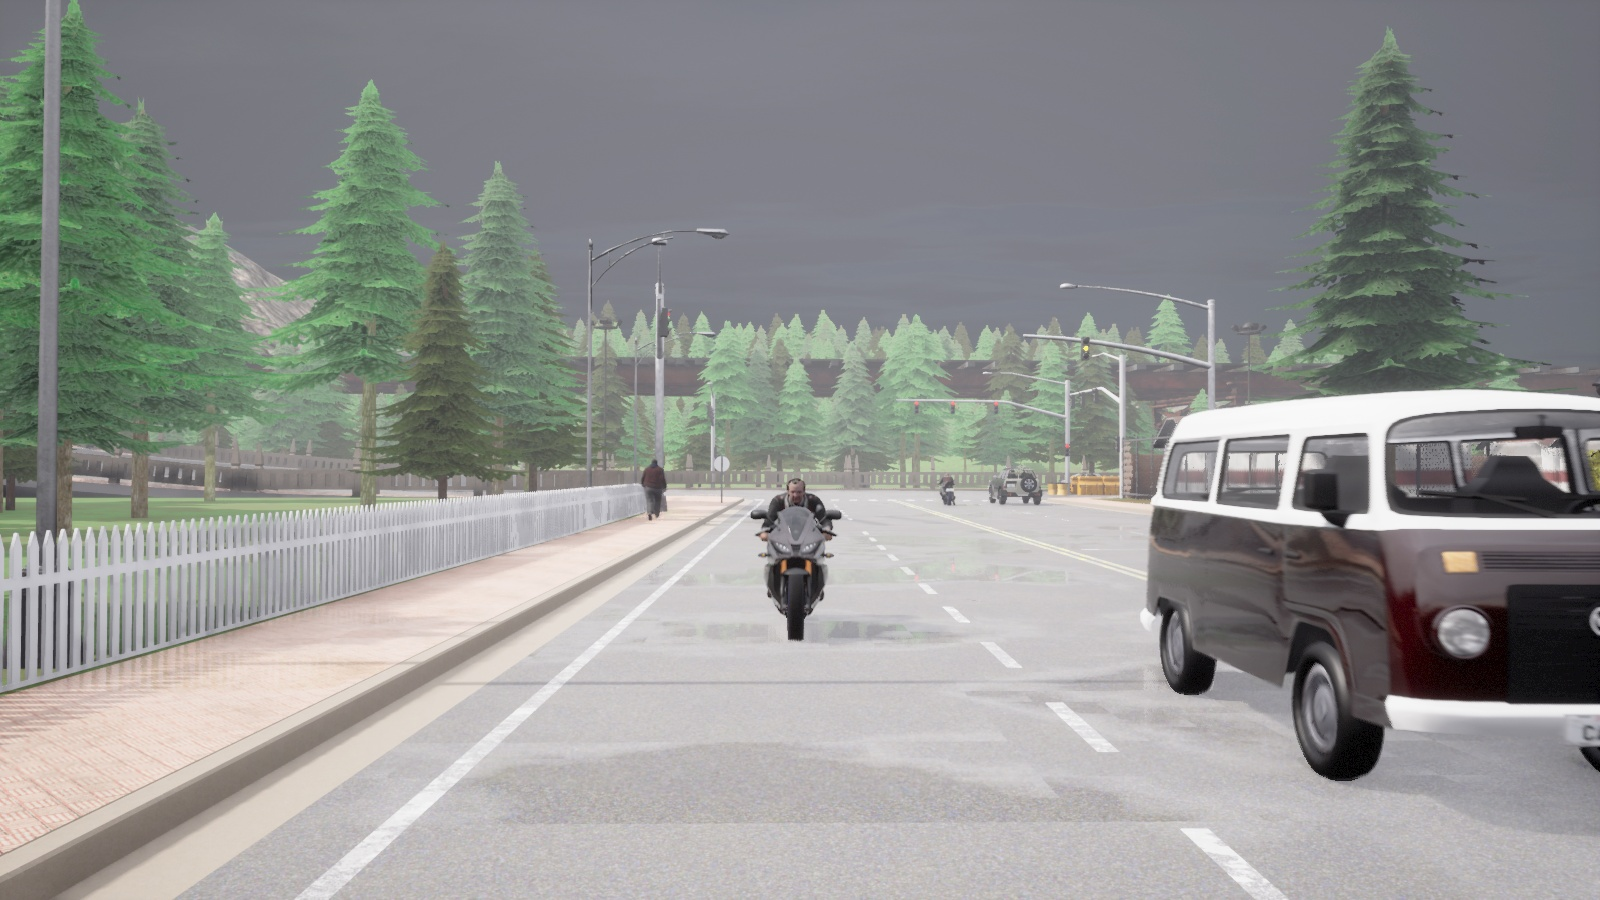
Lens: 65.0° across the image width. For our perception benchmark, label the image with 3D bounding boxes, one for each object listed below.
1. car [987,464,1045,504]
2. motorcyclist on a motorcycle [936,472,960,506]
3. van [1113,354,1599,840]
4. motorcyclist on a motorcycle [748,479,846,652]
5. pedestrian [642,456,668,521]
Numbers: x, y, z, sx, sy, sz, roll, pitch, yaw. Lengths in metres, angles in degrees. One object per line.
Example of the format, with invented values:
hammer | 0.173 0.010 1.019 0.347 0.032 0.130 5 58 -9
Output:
car | 10.351 1.604 60.516 1.932 1.855 4.605 0 -1 0
motorcyclist on a motorcycle | 6.856 1.800 58.352 0.866 1.530 2.191 0 -1 0
van | 3.480 0.650 7.529 2.069 2.038 4.480 0 -1 0
motorcyclist on a motorcycle | -0.031 1.056 12.326 0.866 1.530 2.191 0 -1 0
pedestrian | -4.148 1.091 35.910 0.634 1.844 0.899 0 -1 1
